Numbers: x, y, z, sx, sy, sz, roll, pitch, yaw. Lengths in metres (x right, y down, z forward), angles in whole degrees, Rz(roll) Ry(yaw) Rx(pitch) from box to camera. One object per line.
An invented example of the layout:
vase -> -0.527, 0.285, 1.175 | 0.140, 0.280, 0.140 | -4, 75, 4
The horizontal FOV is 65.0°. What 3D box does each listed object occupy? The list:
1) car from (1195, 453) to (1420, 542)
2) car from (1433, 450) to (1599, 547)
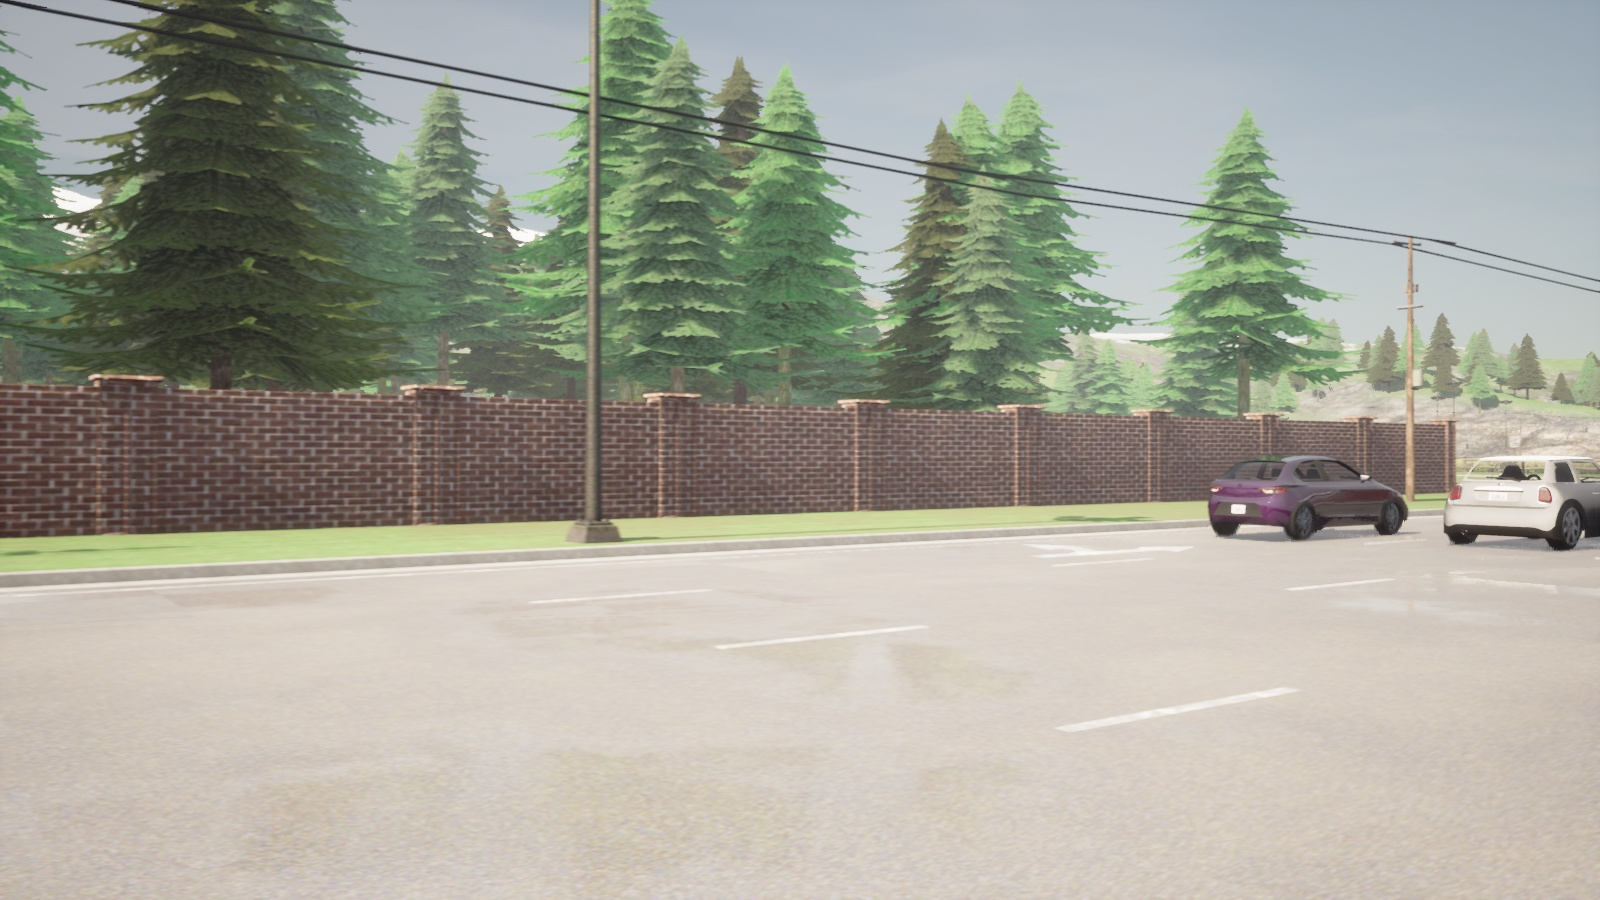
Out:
car -> 9.313, 0.795, 22.934 | 4.193, 1.474, 1.816 | 0, 0, -35
car -> 12.521, 0.735, 20.902 | 3.806, 1.475, 1.970 | 0, 0, -35
